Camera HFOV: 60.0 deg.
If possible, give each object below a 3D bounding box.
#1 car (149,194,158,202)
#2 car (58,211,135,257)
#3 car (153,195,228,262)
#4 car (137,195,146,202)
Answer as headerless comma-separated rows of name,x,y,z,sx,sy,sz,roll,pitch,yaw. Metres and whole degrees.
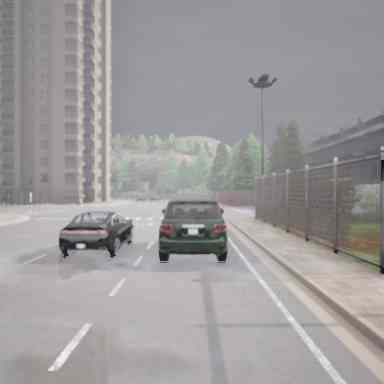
car,-8.556,1.317,77.727,2.097,1.767,4.553,0,0,-19
car,-3.464,1.485,12.852,2.128,1.511,4.902,0,0,1
car,0.030,1.215,12.159,2.150,2.045,5.566,0,0,0
car,-11.497,1.463,75.349,1.837,1.490,4.892,0,0,-14
